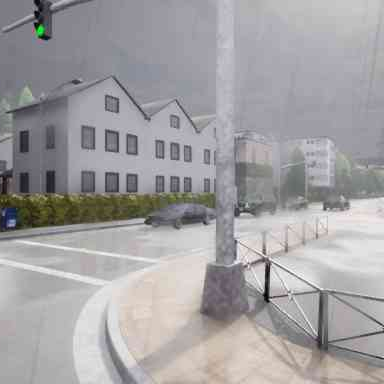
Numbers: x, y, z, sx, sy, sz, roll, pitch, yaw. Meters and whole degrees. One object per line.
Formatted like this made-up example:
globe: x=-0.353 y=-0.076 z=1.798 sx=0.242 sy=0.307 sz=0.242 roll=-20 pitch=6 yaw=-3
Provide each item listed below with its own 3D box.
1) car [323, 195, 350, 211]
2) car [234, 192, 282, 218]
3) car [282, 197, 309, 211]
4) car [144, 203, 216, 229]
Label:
car: x=16.387 y=1.164 z=37.606 sx=2.097 sy=1.767 sz=4.553 roll=0 pitch=0 yaw=35
car: x=5.476 y=1.034 z=28.607 sx=2.150 sy=2.045 sz=5.566 roll=0 pitch=0 yaw=35
car: x=11.545 y=1.304 z=37.088 sx=2.128 sy=1.511 sz=4.902 roll=0 pitch=0 yaw=36
car: x=-0.490 y=1.360 z=20.195 sx=2.033 sy=1.411 sz=5.357 roll=0 pitch=0 yaw=35
